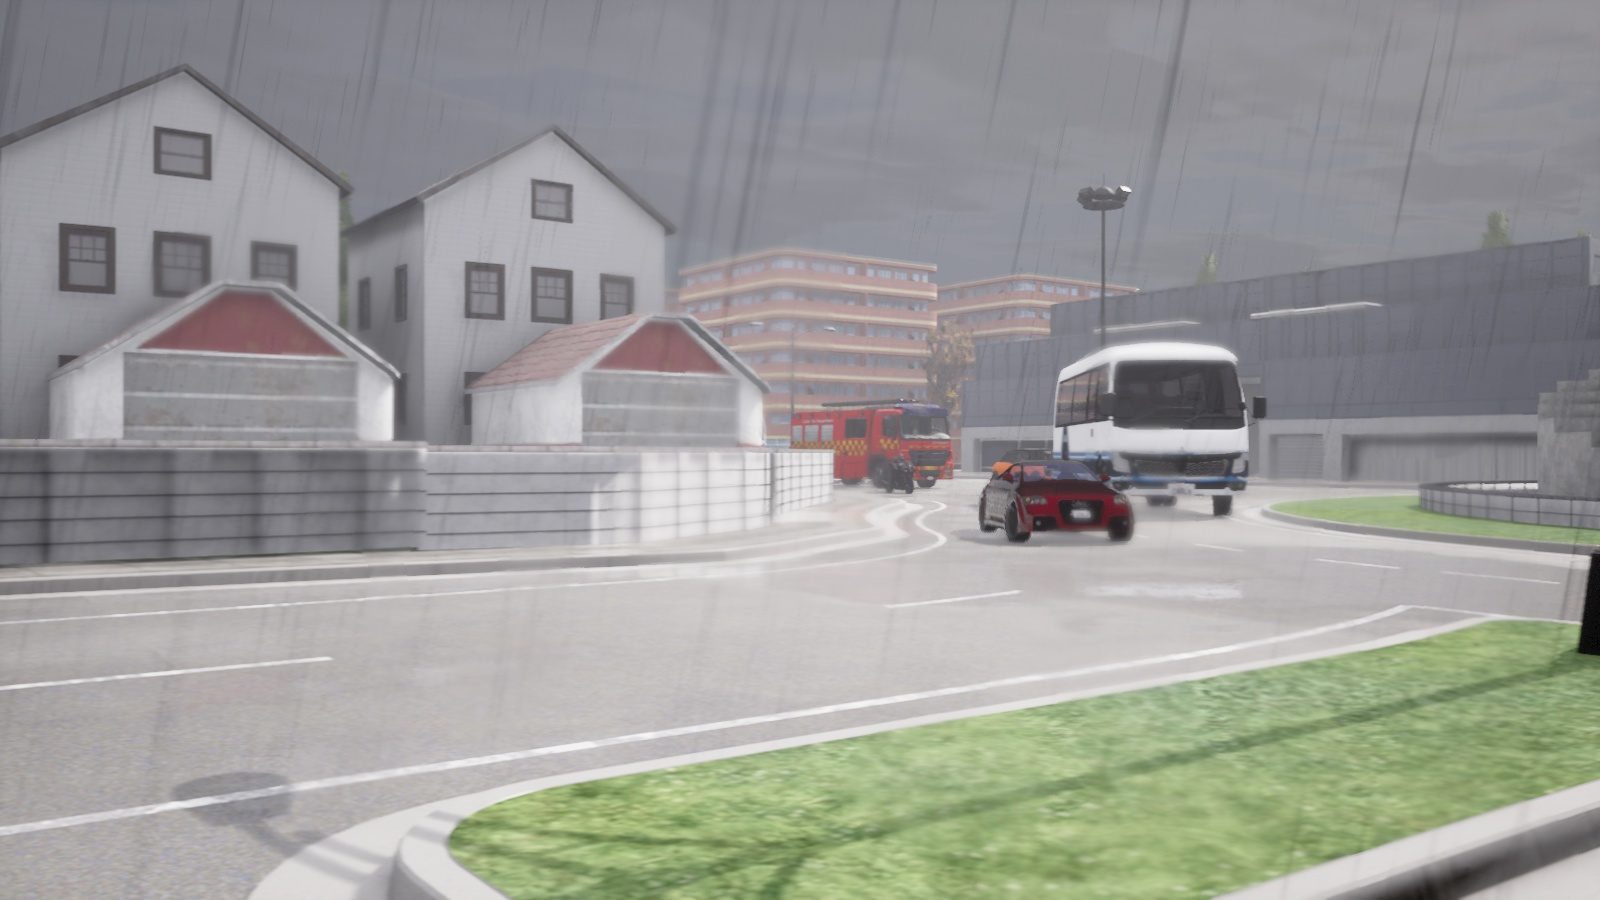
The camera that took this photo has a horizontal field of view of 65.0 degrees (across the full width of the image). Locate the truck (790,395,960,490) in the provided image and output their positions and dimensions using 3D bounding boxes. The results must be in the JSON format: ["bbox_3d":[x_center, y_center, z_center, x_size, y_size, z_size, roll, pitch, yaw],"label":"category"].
[{"bbox_3d":[3.117,-0.295,55.295,2.891,3.827,8.468,0,0,-34],"label":"truck"}]

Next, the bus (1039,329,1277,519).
[{"bbox_3d":[9.006,-0.571,33.341,3.944,4.253,10.273,0,0,4],"label":"bus"}]

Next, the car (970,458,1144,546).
[{"bbox_3d":[4.412,0.852,22.263,1.994,1.385,4.181,0,0,-4],"label":"car"}]

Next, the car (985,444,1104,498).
[{"bbox_3d":[8.364,0.689,43.426,2.097,1.767,4.553,0,0,-17],"label":"car"}]

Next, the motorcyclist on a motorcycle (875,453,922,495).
[{"bbox_3d":[3.638,0.883,46.610,0.866,1.530,2.191,0,0,-22],"label":"motorcyclist on a motorcycle"}]
